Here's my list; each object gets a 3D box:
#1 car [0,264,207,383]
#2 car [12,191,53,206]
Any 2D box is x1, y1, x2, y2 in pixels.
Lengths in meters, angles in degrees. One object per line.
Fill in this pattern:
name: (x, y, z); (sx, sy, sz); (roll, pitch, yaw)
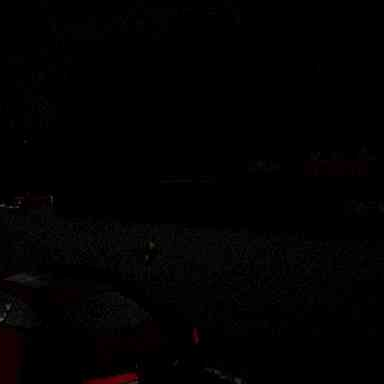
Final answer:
car: (-1.791, 1.581, 4.077); (4.206, 1.307, 1.802); (0, 1, 36)
car: (-19.795, 0.764, 41.361); (2.097, 1.767, 4.553); (1, 2, 35)
